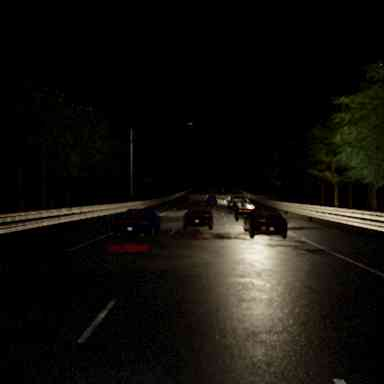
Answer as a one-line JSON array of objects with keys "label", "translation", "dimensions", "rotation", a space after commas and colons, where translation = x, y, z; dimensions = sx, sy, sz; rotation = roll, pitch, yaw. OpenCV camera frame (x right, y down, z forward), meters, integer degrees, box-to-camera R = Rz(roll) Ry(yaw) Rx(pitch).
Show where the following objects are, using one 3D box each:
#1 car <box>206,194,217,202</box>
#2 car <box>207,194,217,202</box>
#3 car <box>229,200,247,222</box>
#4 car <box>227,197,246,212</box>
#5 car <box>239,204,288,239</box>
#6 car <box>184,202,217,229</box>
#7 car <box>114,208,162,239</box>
[{"label": "car", "translation": [3.567, 1.638, 60.689], "dimensions": [1.882, 1.535, 5.008], "rotation": [0, 1, 5]}, {"label": "car", "translation": [4.566, 1.300, 74.858], "dimensions": [2.128, 1.511, 4.902], "rotation": [0, 2, 4]}, {"label": "car", "translation": [4.682, 1.777, 29.430], "dimensions": [2.128, 1.511, 4.902], "rotation": [0, -1, 4]}, {"label": "car", "translation": [5.504, 1.572, 40.423], "dimensions": [2.150, 2.045, 5.566], "rotation": [0, 0, 4]}, {"label": "car", "translation": [3.998, 1.661, 18.666], "dimensions": [1.882, 1.535, 5.008], "rotation": [0, -1, 3]}, {"label": "car", "translation": [0.554, 1.701, 23.386], "dimensions": [1.882, 1.535, 5.008], "rotation": [0, 0, 5]}, {"label": "car", "translation": [-2.877, 1.652, 18.536], "dimensions": [1.882, 1.535, 5.008], "rotation": [0, -1, 3]}]
